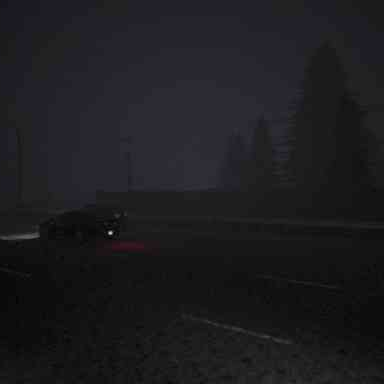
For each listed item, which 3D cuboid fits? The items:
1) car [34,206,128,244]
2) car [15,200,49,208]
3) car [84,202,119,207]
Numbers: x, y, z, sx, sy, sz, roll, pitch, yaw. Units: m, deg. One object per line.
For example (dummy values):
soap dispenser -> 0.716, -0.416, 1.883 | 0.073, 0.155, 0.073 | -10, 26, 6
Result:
car -> -5.707, 1.644, 16.658 | 4.892, 1.490, 1.837 | -1, 0, 36
car -> -24.761, 2.013, 51.586 | 4.674, 1.442, 1.812 | 0, 0, -21
car -> -6.251, 1.522, 21.344 | 4.553, 1.767, 2.097 | -1, 0, 35
